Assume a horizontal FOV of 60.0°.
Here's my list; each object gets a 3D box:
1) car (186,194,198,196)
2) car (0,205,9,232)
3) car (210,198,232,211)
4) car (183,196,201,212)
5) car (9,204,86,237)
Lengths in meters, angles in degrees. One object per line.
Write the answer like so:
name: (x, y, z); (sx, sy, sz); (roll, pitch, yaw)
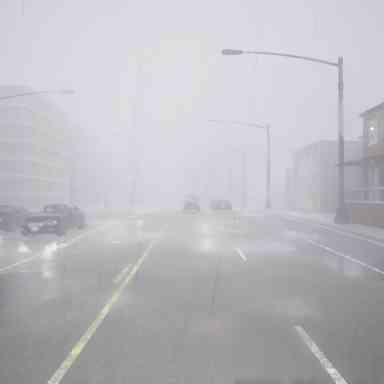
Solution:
car: (-0.002, 1.387, 47.296); (2.150, 2.045, 5.566); (0, -2, 1)
car: (-10.582, 1.447, 18.926); (1.994, 1.385, 4.181); (0, 1, 0)
car: (3.519, 1.509, 38.516); (1.994, 1.385, 4.181); (0, -1, 0)
car: (0.006, 1.446, 37.092); (1.812, 1.442, 4.674); (0, -1, 1)
car: (-7.086, 1.393, 17.456); (2.128, 1.511, 4.902); (0, 1, 0)
